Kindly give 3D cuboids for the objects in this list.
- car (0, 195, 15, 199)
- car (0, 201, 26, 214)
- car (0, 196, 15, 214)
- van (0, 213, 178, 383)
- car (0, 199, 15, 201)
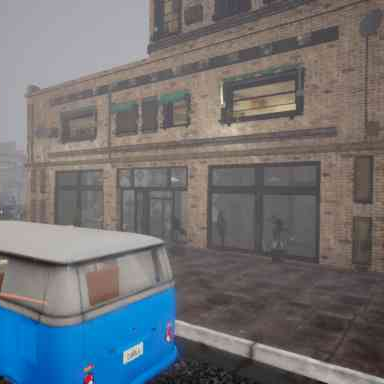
[{"bbox_3d":[-20.478,1.345,33.235,2.150,2.045,5.566,1,0,36],"label":"car"},{"bbox_3d":[-15.256,1.789,30.583,1.947,1.339,4.313,0,0,36],"label":"car"},{"bbox_3d":[-22.017,1.406,35.530,2.192,1.841,5.009,0,0,36],"label":"car"},{"bbox_3d":[-2.082,1.339,4.335,3.998,1.788,1.690,0,1,35],"label":"van"},{"bbox_3d":[-19.017,1.648,29.866,2.128,1.511,4.902,1,0,37],"label":"car"}]
